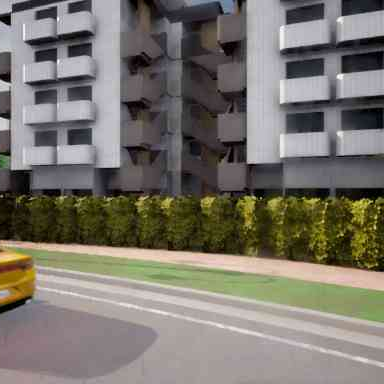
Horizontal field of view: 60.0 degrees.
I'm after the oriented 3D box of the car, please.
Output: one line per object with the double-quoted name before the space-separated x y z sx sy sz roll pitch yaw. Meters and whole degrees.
"car" -5.266 1.477 6.382 5.008 1.535 1.882 0 0 26
